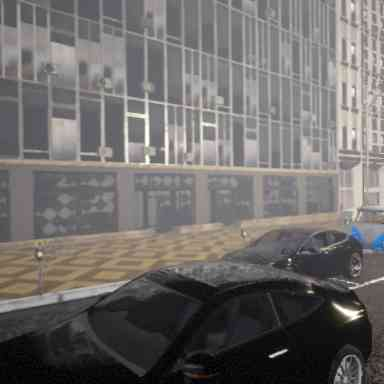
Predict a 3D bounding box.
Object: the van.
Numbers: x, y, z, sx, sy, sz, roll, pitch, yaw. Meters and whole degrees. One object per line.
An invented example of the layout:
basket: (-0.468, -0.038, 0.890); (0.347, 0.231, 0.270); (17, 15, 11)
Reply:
van: (7.226, 1.342, 11.697); (3.998, 1.788, 1.690); (0, -1, -35)

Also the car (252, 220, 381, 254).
car: (2.636, 1.566, 8.413); (4.313, 1.339, 1.947); (0, -1, -35)

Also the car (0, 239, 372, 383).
car: (0.004, 1.525, 3.335); (4.674, 1.442, 1.812); (0, 0, -35)
